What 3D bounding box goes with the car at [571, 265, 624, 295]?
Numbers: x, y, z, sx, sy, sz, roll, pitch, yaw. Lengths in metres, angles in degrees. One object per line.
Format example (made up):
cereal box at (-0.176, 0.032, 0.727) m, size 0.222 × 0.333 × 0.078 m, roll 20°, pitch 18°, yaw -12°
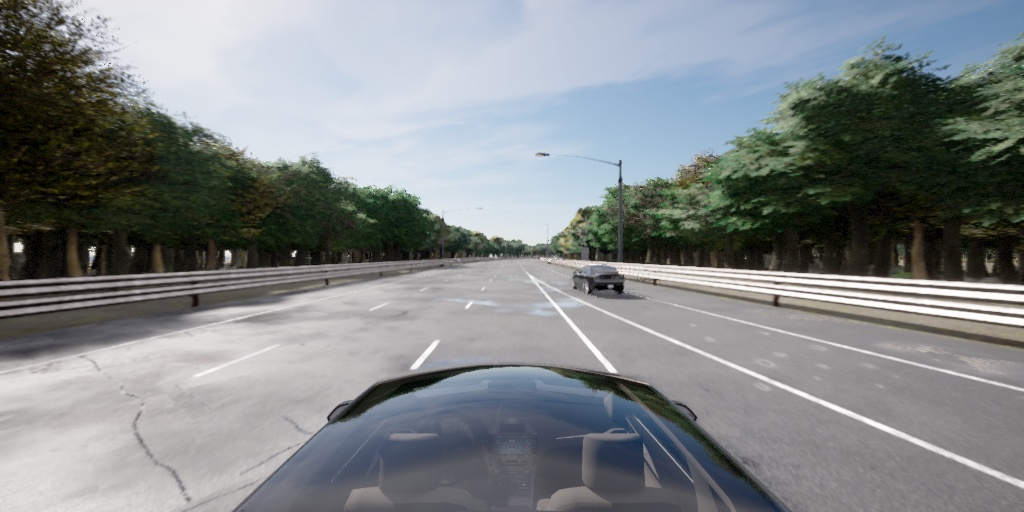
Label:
car at (4.596, 1.250, 19.772) m, size 1.837 × 1.490 × 4.892 m, roll 0°, pitch 0°, yaw -4°
